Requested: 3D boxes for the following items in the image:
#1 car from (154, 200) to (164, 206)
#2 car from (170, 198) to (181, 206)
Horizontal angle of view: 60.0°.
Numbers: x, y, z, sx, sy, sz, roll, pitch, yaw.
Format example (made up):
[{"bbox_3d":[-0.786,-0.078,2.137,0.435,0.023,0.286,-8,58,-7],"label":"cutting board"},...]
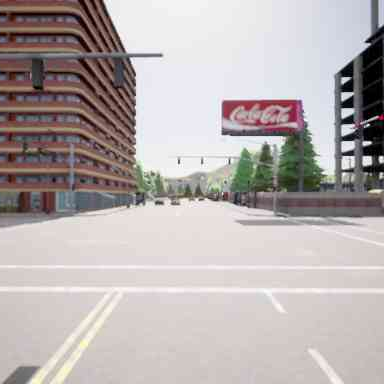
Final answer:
[{"bbox_3d":[-7.049,2.281,71.496,1.895,1.301,4.718,0,-1,0],"label":"car"},{"bbox_3d":[-3.549,2.041,71.561,2.097,1.767,4.553,0,-1,0],"label":"car"}]
